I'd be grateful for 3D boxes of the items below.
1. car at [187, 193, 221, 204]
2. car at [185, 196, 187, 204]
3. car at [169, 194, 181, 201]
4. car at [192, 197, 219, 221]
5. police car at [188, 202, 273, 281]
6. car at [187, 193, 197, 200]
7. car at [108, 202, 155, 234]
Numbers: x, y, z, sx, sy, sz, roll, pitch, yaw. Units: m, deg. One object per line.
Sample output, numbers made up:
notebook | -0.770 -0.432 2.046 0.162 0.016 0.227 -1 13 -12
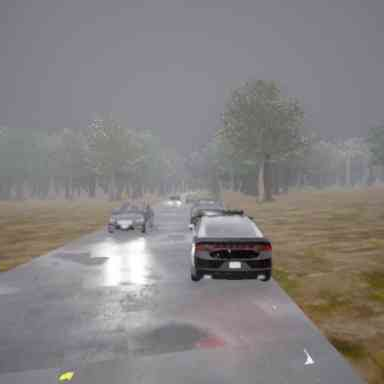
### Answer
car | 0.931 1.120 19.469 2.097 1.767 4.553 0 1 0
car | 0.074 0.950 47.733 2.128 1.511 4.902 0 0 1
car | -2.966 0.949 58.309 1.895 1.301 4.718 0 1 1
car | 0.942 1.207 25.500 1.837 1.490 4.892 0 1 0
police car | 0.914 1.308 9.608 1.930 1.638 5.238 0 1 0
car | 0.053 0.889 64.207 1.895 1.301 4.718 0 1 0
car | -3.071 1.281 17.621 2.128 1.511 4.902 0 1 0
